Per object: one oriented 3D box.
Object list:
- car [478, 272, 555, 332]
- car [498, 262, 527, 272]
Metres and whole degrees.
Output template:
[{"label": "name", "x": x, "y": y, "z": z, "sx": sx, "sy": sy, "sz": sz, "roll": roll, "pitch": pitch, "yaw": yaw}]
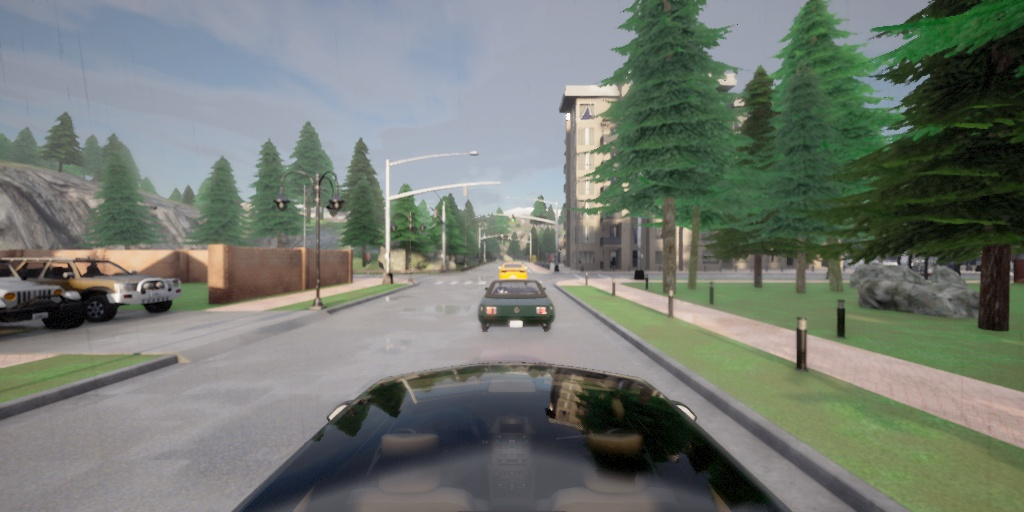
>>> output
[{"label": "car", "x": 0.104, "y": 1.333, "z": 10.795, "sx": 1.895, "sy": 1.301, "sz": 4.718, "roll": 0, "pitch": 0, "yaw": 0}, {"label": "car", "x": 0.052, "y": 1.184, "z": 25.553, "sx": 1.882, "sy": 1.535, "sz": 5.008, "roll": 0, "pitch": 0, "yaw": -1}]
